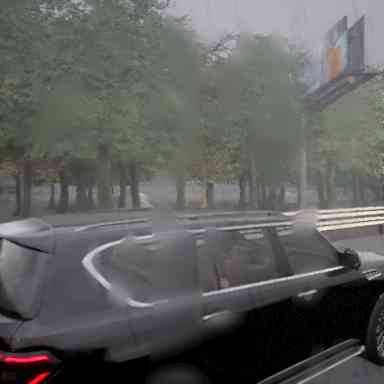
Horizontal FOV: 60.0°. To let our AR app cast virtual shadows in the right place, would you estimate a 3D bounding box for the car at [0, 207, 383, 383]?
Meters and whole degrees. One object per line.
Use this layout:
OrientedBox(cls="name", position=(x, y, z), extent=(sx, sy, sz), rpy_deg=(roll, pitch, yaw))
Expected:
OrientedBox(cls="car", position=(0.458, 1.203, 4.069), extent=(5.566, 2.045, 2.150), rpy_deg=(-1, 1, -35))
